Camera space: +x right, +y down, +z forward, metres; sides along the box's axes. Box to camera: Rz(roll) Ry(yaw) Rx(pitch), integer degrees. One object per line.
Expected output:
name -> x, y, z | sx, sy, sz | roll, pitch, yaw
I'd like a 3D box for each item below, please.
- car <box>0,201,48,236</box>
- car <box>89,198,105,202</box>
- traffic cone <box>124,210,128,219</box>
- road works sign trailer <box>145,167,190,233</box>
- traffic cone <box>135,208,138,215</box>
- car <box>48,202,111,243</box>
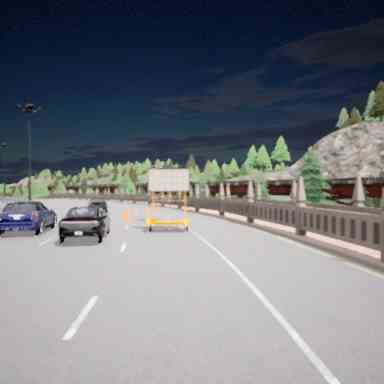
car -> -9.026, 1.297, 18.473 | 2.097, 1.767, 4.553 | 0, 0, -11
car -> -9.717, 1.391, 33.865 | 1.837, 1.490, 4.892 | 0, 0, -20
traffic cone -> -4.778, 1.861, 25.057 | 0.340, 0.580, 0.340 | 0, 0, -13
road works sign trailer -> -1.290, 0.386, 18.946 | 2.380, 3.560, 2.880 | 0, 0, 2
traffic cone -> -5.198, 1.836, 31.125 | 0.340, 0.580, 0.340 | 0, 0, -13
car -> -4.974, 1.436, 15.799 | 2.128, 1.511, 4.902 | 0, 0, -9
